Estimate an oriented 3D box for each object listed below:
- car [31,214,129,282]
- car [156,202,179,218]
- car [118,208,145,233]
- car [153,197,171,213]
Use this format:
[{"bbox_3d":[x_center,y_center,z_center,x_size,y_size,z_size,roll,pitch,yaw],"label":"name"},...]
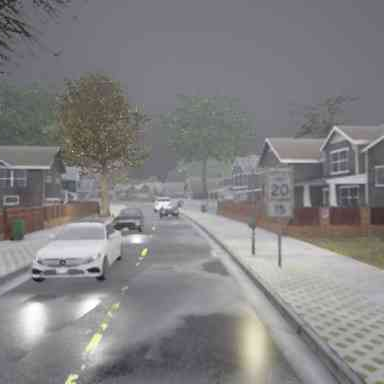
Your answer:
[{"bbox_3d":[-3.267,1.647,10.332,1.812,1.442,4.674,0,-1,-4],"label":"car"},{"bbox_3d":[-2.400,1.973,33.984,1.895,1.301,4.718,0,-1,-7],"label":"car"},{"bbox_3d":[-4.064,1.794,21.928,2.033,1.411,5.357,0,-1,-5],"label":"car"},{"bbox_3d":[-4.094,1.739,45.861,2.150,2.045,5.566,0,0,-9],"label":"car"}]
